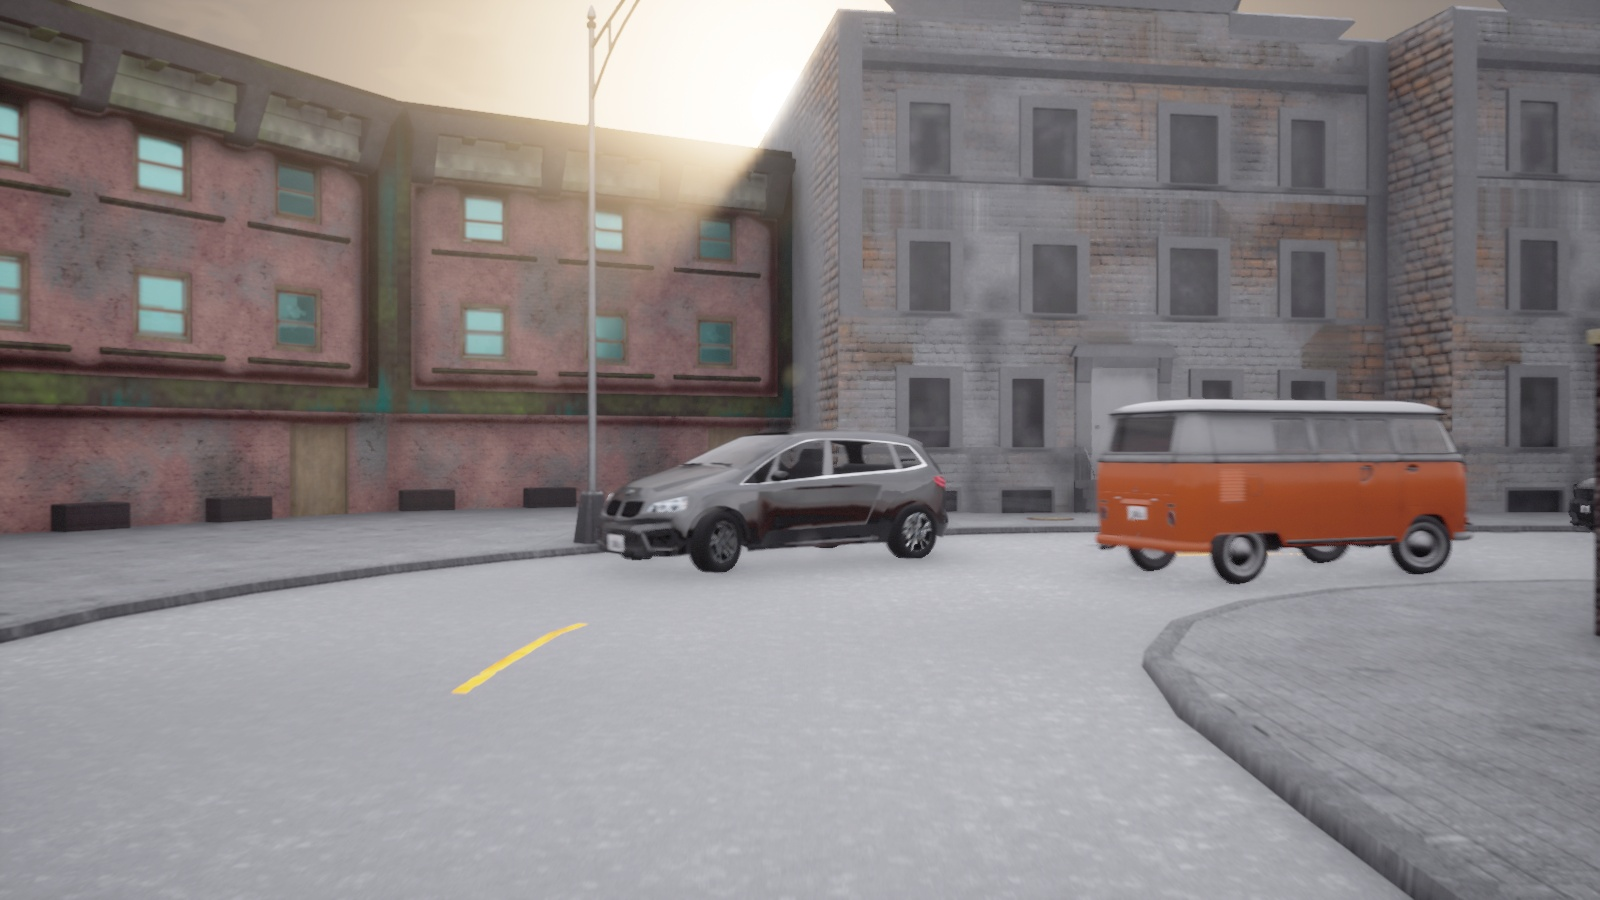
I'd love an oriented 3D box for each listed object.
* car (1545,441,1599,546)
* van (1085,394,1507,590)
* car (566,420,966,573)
[{"bbox_3d":[14.148,0.630,18.672,5.008,1.535,1.882,0,0,0],"label":"car"},{"bbox_3d":[5.649,0.424,14.326,4.442,1.987,1.775,0,0,-21],"label":"van"},{"bbox_3d":[-0.360,0.502,15.931,4.611,1.667,2.242,0,0,-36],"label":"car"}]
